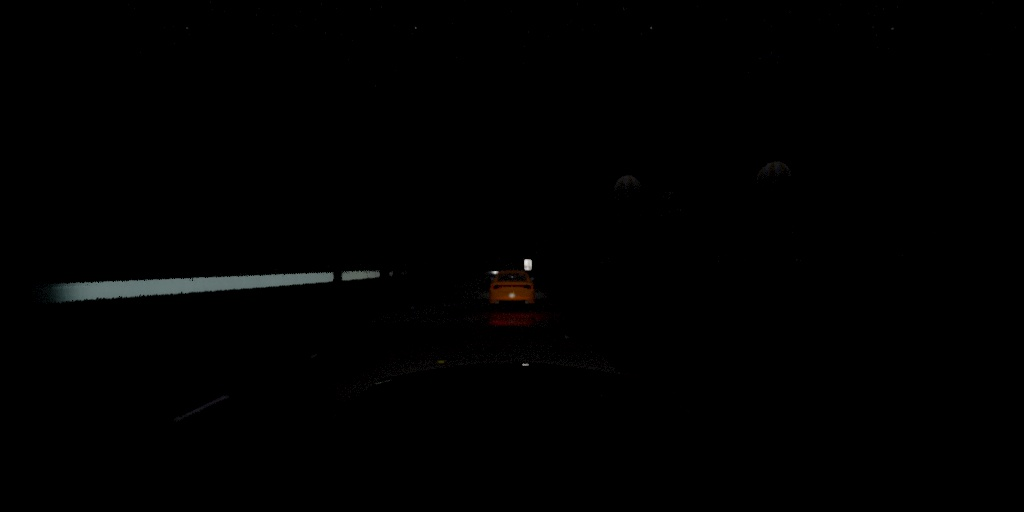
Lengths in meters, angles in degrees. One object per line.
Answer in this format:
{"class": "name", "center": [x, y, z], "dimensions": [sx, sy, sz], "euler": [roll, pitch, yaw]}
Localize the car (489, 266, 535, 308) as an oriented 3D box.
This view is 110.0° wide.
{"class": "car", "center": [0.013, 1.403, 16.337], "dimensions": [1.882, 1.535, 5.008], "euler": [0, -1, 0]}
